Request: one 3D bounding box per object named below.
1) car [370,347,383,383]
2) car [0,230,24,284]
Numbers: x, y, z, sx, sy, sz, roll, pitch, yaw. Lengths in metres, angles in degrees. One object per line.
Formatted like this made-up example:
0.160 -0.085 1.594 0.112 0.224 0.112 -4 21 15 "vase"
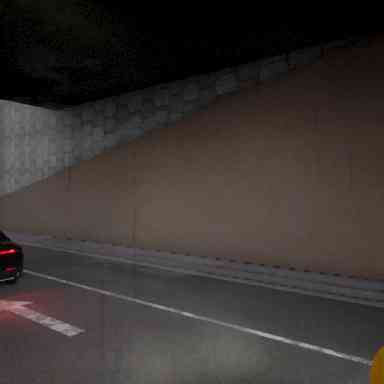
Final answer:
3.515 1.478 1.346 5.008 1.535 1.882 0 0 37 "car"
-6.151 1.505 8.387 4.892 1.490 1.837 0 0 36 "car"
